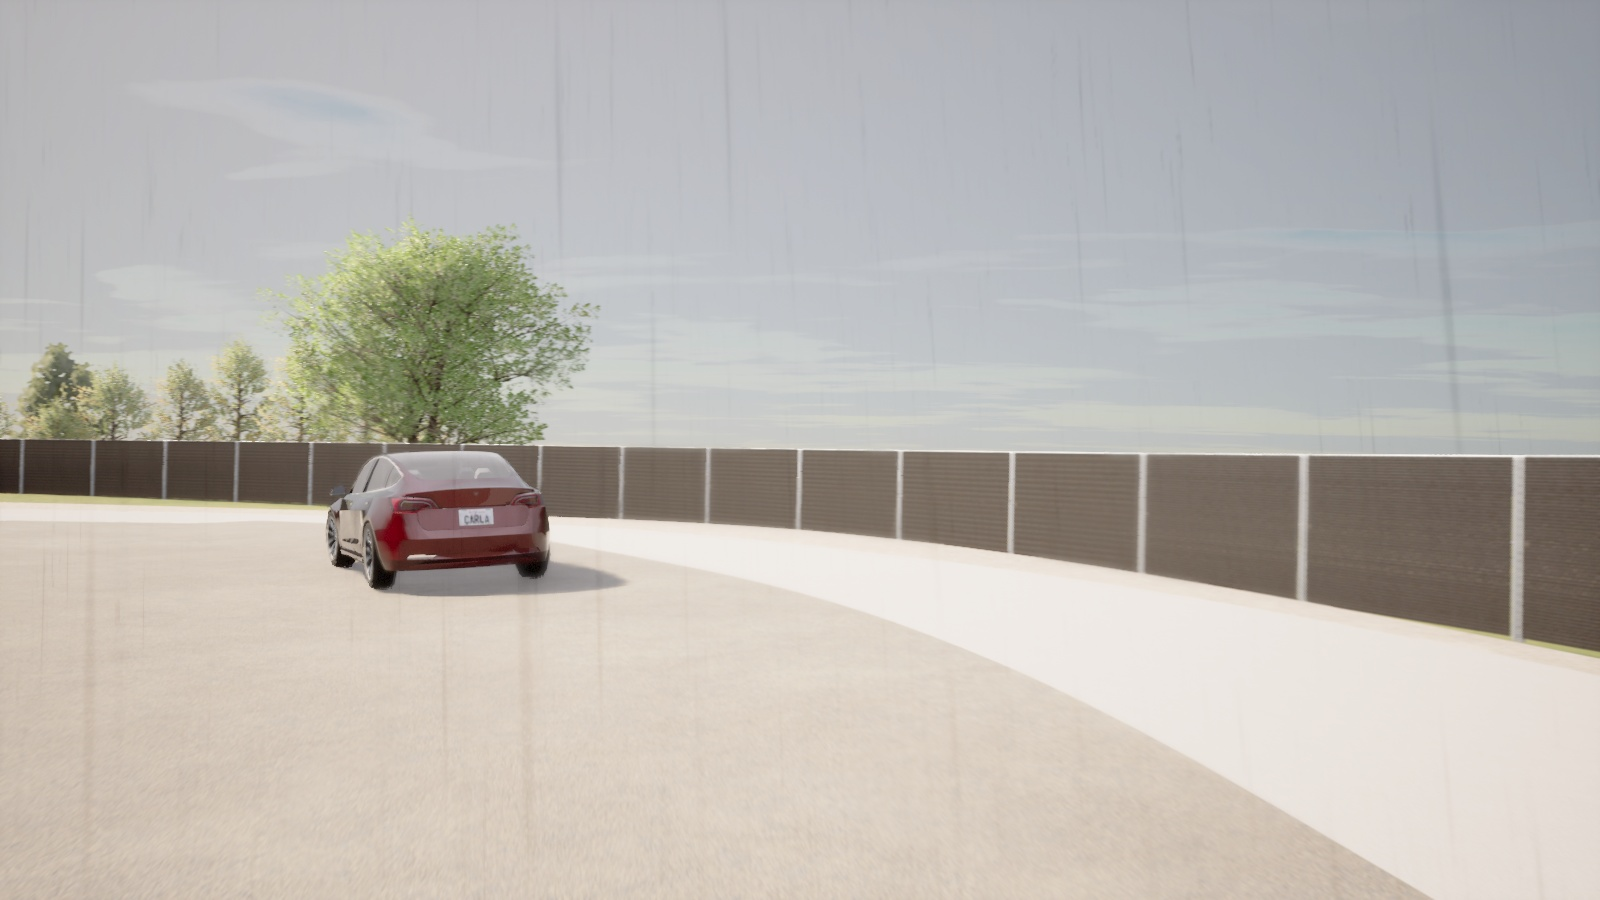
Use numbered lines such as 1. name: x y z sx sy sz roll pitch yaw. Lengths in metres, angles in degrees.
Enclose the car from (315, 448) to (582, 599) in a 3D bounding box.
1. car: -4.461 0.748 15.334 2.163 1.488 4.792 -1 1 -28
